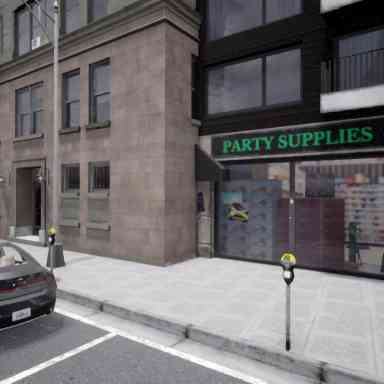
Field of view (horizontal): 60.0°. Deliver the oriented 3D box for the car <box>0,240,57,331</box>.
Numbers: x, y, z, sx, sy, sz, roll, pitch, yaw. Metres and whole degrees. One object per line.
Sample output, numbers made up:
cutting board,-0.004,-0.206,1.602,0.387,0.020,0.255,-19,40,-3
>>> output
car,-4.261,1.550,6.124,4.403,1.369,2.008,0,0,36
